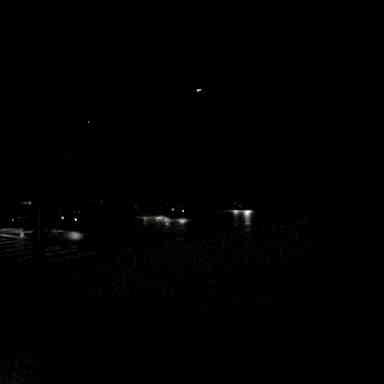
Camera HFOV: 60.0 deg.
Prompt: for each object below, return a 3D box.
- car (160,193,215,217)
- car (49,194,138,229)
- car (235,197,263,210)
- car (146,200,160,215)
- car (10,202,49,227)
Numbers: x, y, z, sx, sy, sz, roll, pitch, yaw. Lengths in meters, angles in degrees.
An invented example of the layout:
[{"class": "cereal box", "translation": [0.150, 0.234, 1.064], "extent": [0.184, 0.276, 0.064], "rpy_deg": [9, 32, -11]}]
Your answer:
[{"class": "car", "translation": [-0.033, 1.116, 30.366], "extent": [2.150, 2.045, 5.566], "rpy_deg": [0, 0, 35]}, {"class": "car", "translation": [-6.044, 1.160, 21.894], "extent": [2.150, 2.045, 5.566], "rpy_deg": [0, 0, 35]}, {"class": "car", "translation": [6.900, 1.348, 40.123], "extent": [1.837, 1.490, 4.892], "rpy_deg": [0, 0, 36]}, {"class": "car", "translation": [-2.416, 1.377, 32.627], "extent": [1.882, 1.535, 5.008], "rpy_deg": [0, 0, 35]}, {"class": "car", "translation": [-9.631, 1.456, 22.459], "extent": [1.837, 1.490, 4.892], "rpy_deg": [0, 0, 35]}]
